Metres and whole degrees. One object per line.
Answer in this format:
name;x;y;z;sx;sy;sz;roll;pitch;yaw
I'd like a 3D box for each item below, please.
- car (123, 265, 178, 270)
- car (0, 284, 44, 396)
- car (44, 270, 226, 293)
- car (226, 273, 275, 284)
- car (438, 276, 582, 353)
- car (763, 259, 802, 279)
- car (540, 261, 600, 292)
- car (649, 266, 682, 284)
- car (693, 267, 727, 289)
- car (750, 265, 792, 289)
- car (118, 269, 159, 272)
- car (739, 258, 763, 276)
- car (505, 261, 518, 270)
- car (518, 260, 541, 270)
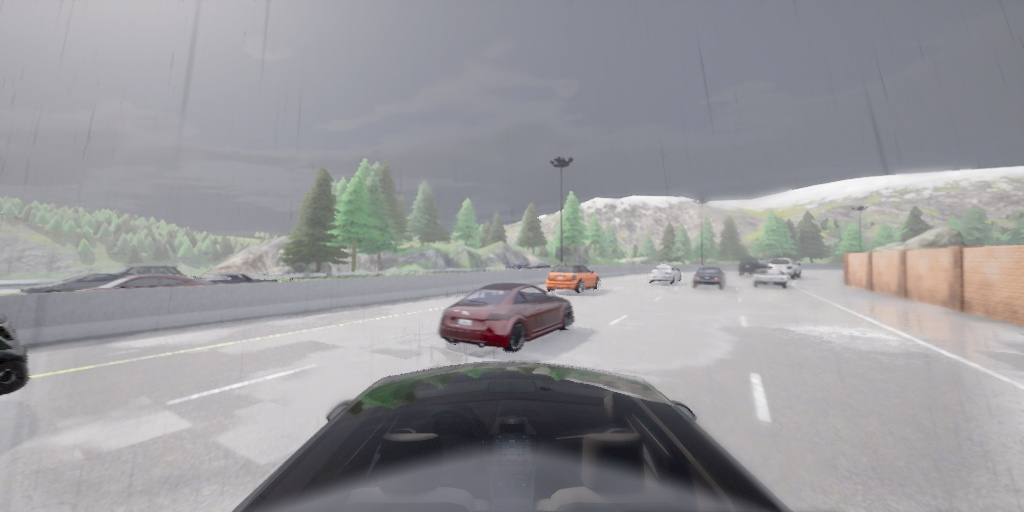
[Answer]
car;-21.871;1.335;20.792;2.097;1.767;4.553;0;-1;31
car;-8.152;0.996;2.589;2.150;2.045;5.566;0;-1;31
car;-14.052;1.420;13.477;1.812;1.442;4.674;0;-1;32
car;-15.122;1.547;18.415;1.895;1.301;4.718;0;-1;31
car;0.053;1.391;9.305;1.994;1.385;4.181;0;-1;31
car;27.772;1.276;36.543;5.566;2.045;2.150;0;-1;-44
car;3.887;1.304;22.303;2.097;1.767;4.553;0;-1;31
car;12.812;1.539;29.925;1.812;1.442;4.674;-1;-1;34
car;14.080;1.513;25.501;2.033;1.411;5.357;0;-1;32
car;18.349;1.560;25.578;1.895;1.301;4.718;0;-1;33
car;-20.020;1.506;17.109;1.994;1.385;4.181;0;-1;31
car;28.432;1.324;41.800;5.566;2.045;2.150;1;-1;-39
car;1.031;1.418;54.707;1.882;1.535;5.008;-1;-1;43
car;3.600;1.654;52.326;1.882;1.535;5.008;-1;-1;43
